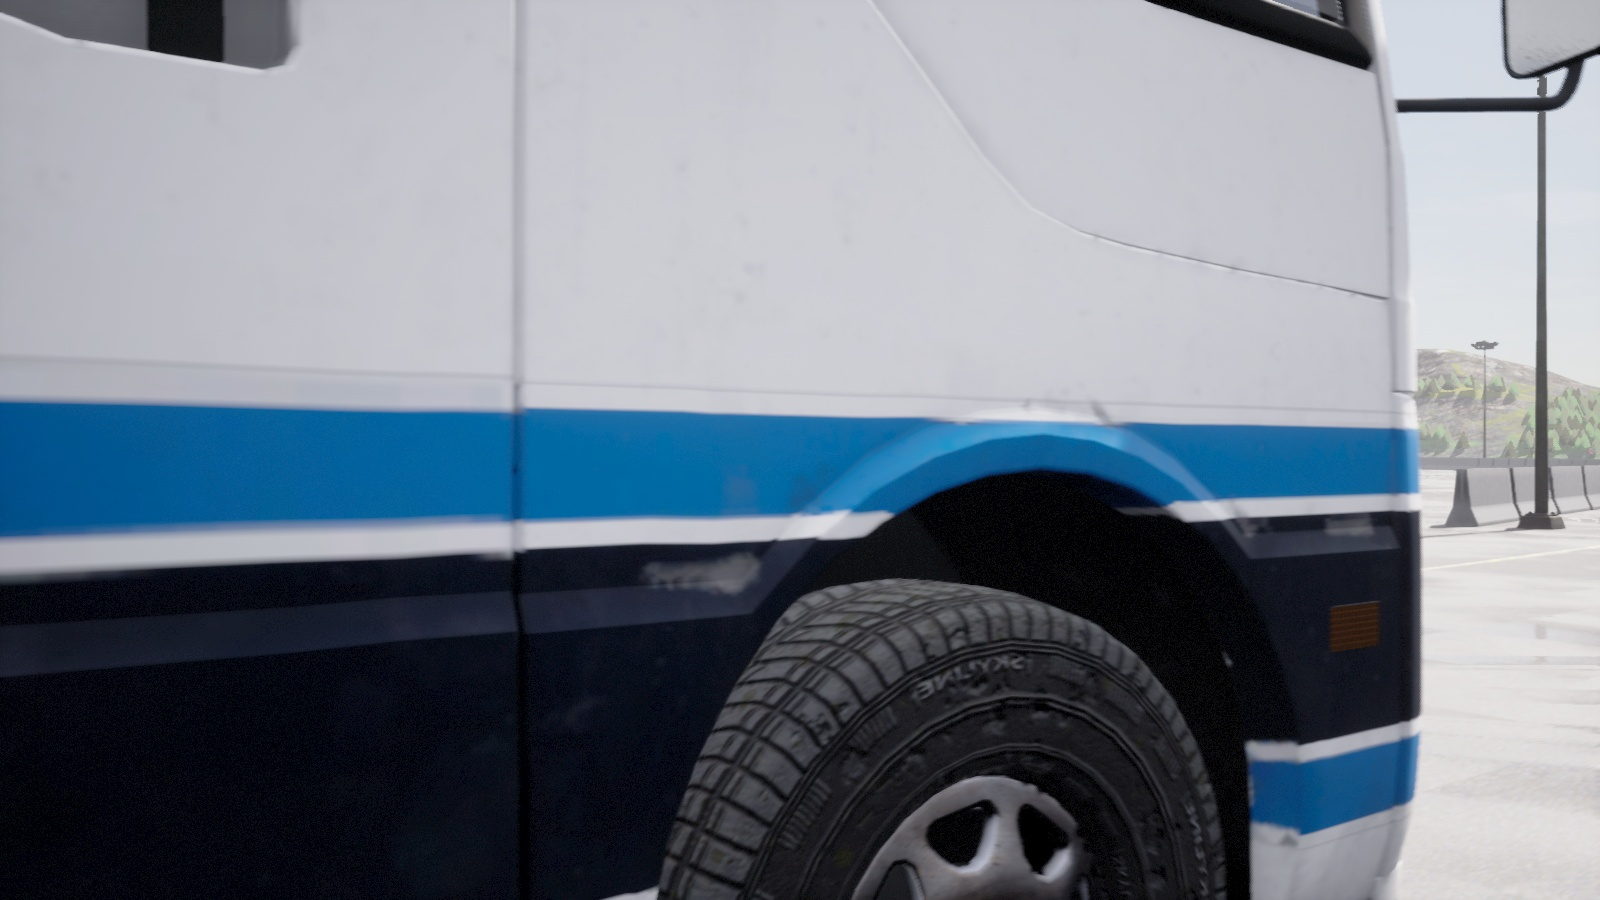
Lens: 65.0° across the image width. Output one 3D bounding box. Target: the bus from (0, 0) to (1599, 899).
[{"bbox_3d":[-2.886,-0.622,1.657,10.273,4.253,3.944,0,0,-35],"label":"bus"}]
